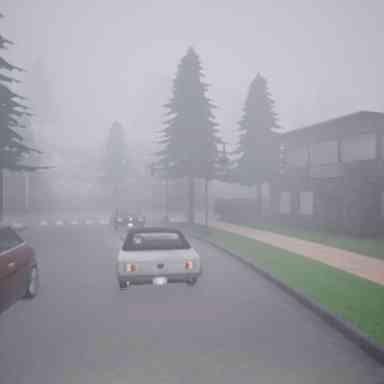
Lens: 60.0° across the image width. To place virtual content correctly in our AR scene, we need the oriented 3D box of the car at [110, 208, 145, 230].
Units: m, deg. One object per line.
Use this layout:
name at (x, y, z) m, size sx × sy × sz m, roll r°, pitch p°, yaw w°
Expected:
car at (-4.343, 1.675, 21.963) m, size 1.895 × 1.301 × 4.718 m, roll 0°, pitch 0°, yaw -17°

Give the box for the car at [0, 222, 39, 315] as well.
car at (-4.186, 1.373, 5.364) m, size 2.097 × 1.767 × 4.553 m, roll 0°, pitch 0°, yaw -7°

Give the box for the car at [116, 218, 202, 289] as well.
car at (-1.083, 1.632, 9.352) m, size 1.895 × 1.301 × 4.718 m, roll 0°, pitch 0°, yaw -10°
